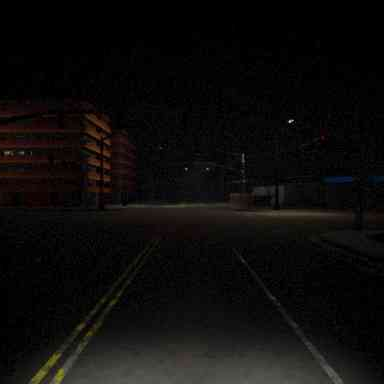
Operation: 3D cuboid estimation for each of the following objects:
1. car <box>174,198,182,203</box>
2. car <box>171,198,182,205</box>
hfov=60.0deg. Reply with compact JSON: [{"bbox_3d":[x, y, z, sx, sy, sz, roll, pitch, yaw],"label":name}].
[{"bbox_3d":[-3.664,2.218,88.081,1.994,1.385,4.181,0,0,0],"label":"car"},{"bbox_3d":[-3.634,2.049,72.275,1.837,1.490,4.892,0,0,0],"label":"car"}]
